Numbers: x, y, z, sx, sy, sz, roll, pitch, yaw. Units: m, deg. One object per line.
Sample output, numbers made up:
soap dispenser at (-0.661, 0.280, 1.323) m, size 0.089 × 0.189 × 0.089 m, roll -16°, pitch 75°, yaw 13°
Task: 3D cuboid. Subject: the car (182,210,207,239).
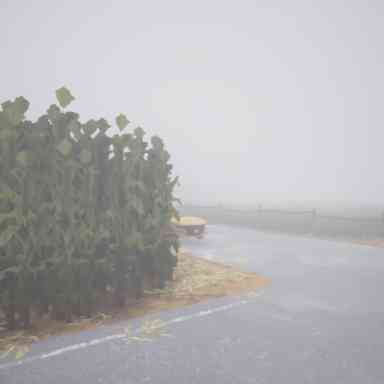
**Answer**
car at (-1.248, 1.480, 16.854) m, size 1.882 × 1.535 × 5.008 m, roll 0°, pitch 0°, yaw -35°
